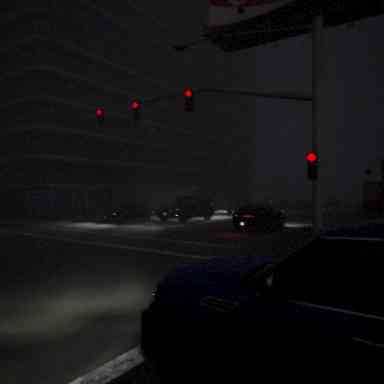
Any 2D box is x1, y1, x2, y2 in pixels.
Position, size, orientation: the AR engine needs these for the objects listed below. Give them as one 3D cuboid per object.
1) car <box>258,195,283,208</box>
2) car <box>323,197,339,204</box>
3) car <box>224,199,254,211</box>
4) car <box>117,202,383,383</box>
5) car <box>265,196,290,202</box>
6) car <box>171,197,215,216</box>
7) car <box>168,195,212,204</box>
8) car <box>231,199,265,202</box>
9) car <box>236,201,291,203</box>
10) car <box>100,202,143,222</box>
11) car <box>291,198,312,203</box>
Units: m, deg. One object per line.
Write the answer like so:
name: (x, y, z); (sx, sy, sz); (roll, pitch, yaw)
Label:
car: (11.780, 1.384, 49.742); (2.097, 1.767, 4.553); (0, 0, 36)
car: (20.642, 1.525, 49.890); (1.837, 1.490, 4.892); (0, 0, 35)
car: (5.927, 1.596, 41.516); (1.994, 1.385, 4.181); (0, 0, 35)
car: (1.958, 1.222, 2.963); (5.566, 2.045, 2.150); (0, 0, 40)
car: (11.392, 1.573, 43.173); (2.033, 1.411, 5.357); (0, 0, 35)
car: (0.184, 1.384, 33.393); (2.097, 1.767, 4.553); (0, 0, 35)
car: (-0.391, 1.248, 26.512); (2.150, 2.045, 5.566); (0, 0, 35)
car: (5.430, 1.517, 34.749); (2.128, 1.511, 4.902); (0, 0, 35)
car: (4.224, 1.519, 20.647); (1.837, 1.490, 4.892); (0, 0, 36)
car: (-5.006, 1.557, 26.041); (1.812, 1.442, 4.674); (0, 0, 35)
car: (14.024, 1.526, 40.516); (1.837, 1.490, 4.892); (0, 0, 35)
